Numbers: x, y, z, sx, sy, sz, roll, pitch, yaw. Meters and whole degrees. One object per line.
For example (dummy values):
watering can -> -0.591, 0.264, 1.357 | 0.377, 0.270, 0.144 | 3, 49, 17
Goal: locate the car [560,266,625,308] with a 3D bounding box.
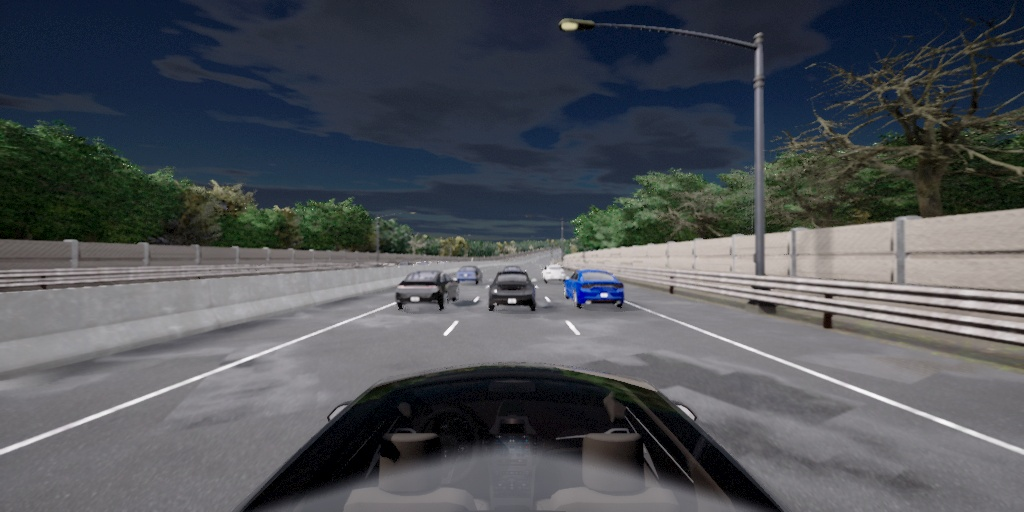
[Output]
car -> 3.527, 1.349, 16.087 | 1.882, 1.535, 5.008 | 0, 0, 0

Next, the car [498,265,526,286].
car -> 0.033, 1.515, 29.296 | 2.033, 1.411, 5.357 | 0, 0, 1

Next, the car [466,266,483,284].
car -> -3.466, 1.515, 29.344 | 2.033, 1.411, 5.357 | 0, 0, 0

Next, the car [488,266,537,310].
car -> 0.020, 1.373, 15.355 | 1.837, 1.490, 4.892 | 0, 0, 0

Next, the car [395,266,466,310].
car -> -3.480, 1.359, 15.363 | 2.128, 1.511, 4.902 | 0, 0, 0

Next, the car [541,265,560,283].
car -> 3.559, 1.503, 30.693 | 1.812, 1.442, 4.674 | 0, 0, 1
